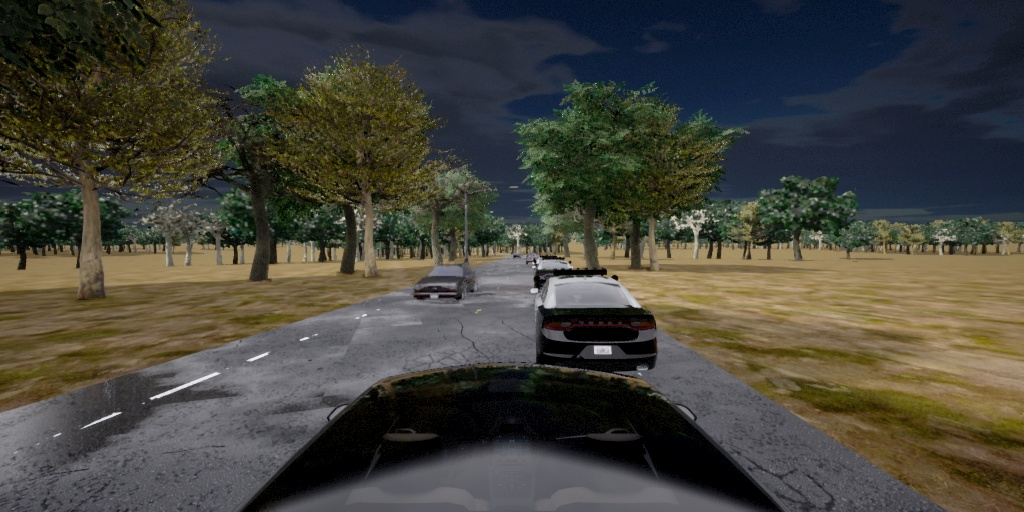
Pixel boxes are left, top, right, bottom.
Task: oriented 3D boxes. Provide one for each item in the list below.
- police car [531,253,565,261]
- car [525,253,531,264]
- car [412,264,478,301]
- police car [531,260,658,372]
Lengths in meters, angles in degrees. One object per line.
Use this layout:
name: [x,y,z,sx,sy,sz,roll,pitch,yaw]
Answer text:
police car: [2.020,0.851,17.644,1.930,1.638,5.238,1,1,3]
car: [2.894,0.433,50.510,2.033,1.411,5.357,0,1,3]
car: [-2.735,1.079,15.967,2.033,1.411,5.357,0,1,3]
police car: [1.429,1.070,7.653,1.930,1.638,5.238,-1,1,3]
